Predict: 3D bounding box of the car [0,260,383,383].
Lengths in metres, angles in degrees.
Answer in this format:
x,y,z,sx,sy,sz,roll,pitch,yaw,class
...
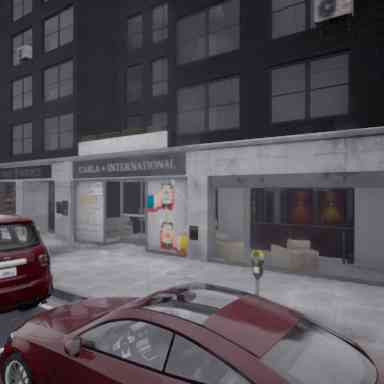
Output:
x,y,z,sx,sy,sz,roll,pitch,yaw,class
-0.137,1.582,3.170,4.206,1.307,1.802,0,0,35,car

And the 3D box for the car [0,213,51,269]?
x,y,z,sx,sy,sz,roll,pitch,yaw,class
-4.752,1.314,6.448,5.009,1.841,2.192,0,0,35,car
